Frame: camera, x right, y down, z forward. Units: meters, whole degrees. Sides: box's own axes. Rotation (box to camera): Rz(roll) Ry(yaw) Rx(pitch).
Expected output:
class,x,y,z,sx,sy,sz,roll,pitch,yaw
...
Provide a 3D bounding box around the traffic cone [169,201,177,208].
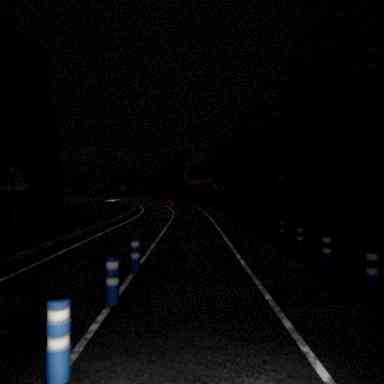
class,x,y,z,sx,sy,sz,roll,pitch,yaw
traffic cone,-2.324,1.665,39.929,0.340,0.580,0.340,-1,0,-7

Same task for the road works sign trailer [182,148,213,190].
class,x,y,z,sx,sy,sz,roll,pitch,yaw
road works sign trailer,0.254,-2.410,33.078,2.380,3.560,2.880,-14,19,-20

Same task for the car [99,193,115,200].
class,x,y,z,sx,sy,sz,roll,pitch,yaw
car,-17.652,0.839,69.075,1.994,1.385,4.181,-5,3,-39

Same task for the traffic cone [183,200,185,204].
class,x,y,z,sx,sy,sz,roll,pitch,yaw
traffic cone,-1.074,1.451,46.099,0.340,0.580,0.340,3,5,-7
